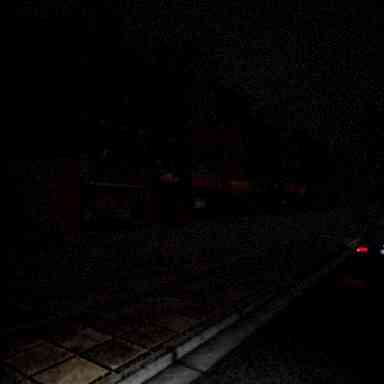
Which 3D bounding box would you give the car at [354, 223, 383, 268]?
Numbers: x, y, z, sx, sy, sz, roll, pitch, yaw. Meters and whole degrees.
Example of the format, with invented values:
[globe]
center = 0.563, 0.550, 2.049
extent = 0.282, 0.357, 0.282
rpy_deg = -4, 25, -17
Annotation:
[car]
center = 6.845, 1.774, 11.371
extent = 2.033, 1.411, 5.357
rpy_deg = 1, -1, 34
